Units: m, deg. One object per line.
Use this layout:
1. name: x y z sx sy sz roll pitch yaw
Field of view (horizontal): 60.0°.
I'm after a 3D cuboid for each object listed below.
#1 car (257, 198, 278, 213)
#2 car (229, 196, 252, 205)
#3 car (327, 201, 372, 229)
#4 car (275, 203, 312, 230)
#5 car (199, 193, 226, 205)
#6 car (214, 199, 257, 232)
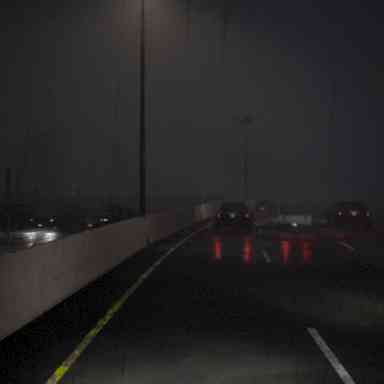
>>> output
1. car: 8.499 1.494 37.736 1.837 1.490 4.892 0 0 24
2. car: 8.809 1.461 59.880 2.128 1.511 4.902 0 0 35
3. car: 10.364 1.361 22.213 2.097 1.767 4.553 0 0 15
4. car: 6.484 1.599 21.407 1.895 1.301 4.718 0 0 14
5. car: 3.691 1.178 58.617 2.150 2.045 5.566 0 0 33
6. car: 2.714 1.341 20.484 2.097 1.767 4.553 0 0 12
